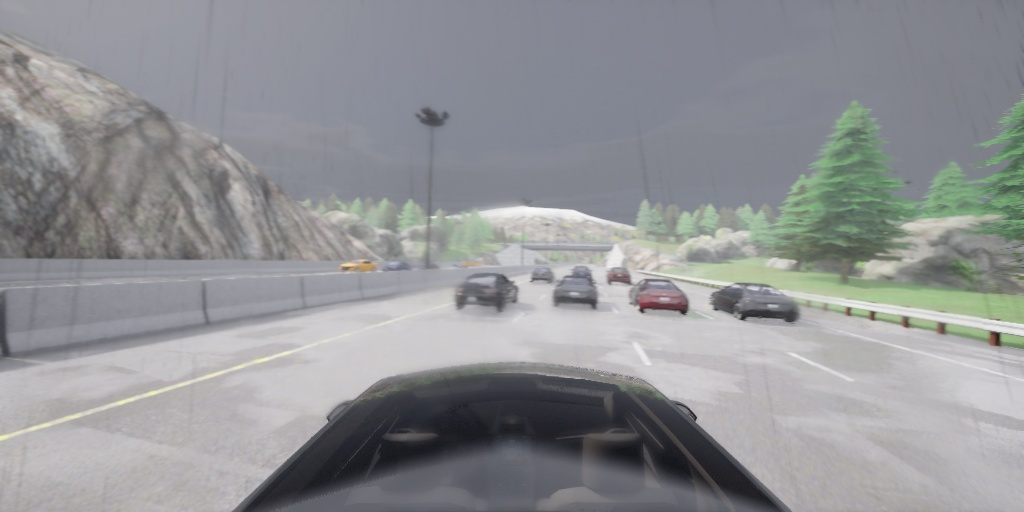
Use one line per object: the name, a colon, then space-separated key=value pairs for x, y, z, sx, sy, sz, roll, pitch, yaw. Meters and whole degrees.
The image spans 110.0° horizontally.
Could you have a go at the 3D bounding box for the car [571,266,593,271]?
car: x=6.950 y=1.745 z=35.936 sx=2.097 sy=1.767 sz=4.553 roll=2 pitch=-1 yaw=12

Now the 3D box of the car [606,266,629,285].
car: x=10.322 y=1.844 z=34.960 sx=2.097 sy=1.767 sz=4.553 roll=2 pitch=-1 yaw=12

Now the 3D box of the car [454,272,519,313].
car: x=-0.935 y=1.405 z=14.921 sx=1.812 sy=1.442 sz=4.674 roll=2 pitch=-1 yaw=12

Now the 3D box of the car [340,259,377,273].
car: x=-17.266 y=1.133 z=40.593 sx=1.882 sy=1.535 sz=5.008 roll=2 pitch=-1 yaw=12

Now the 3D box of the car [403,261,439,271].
car: x=-10.009 y=1.392 z=41.091 sx=2.128 sy=1.511 sz=4.902 roll=2 pitch=-1 yaw=12

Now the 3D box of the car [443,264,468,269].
car: x=-6.324 y=1.627 z=41.610 sx=1.895 sy=1.301 sz=4.718 roll=2 pitch=-1 yaw=12

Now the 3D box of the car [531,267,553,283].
car: x=2.957 y=1.785 z=33.908 sx=2.033 sy=1.411 sz=5.357 roll=2 pitch=-1 yaw=12

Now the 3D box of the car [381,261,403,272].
car: x=-13.392 y=1.325 z=42.010 sx=1.812 sy=1.442 sz=4.674 roll=2 pitch=-1 yaw=12

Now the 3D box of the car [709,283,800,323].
car: x=9.726 y=1.791 z=14.726 sx=1.994 sy=1.385 sz=4.181 roll=2 pitch=-1 yaw=12

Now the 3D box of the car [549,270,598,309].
car: x=3.086 y=1.603 z=17.177 sx=1.994 sy=1.385 sz=4.181 roll=2 pitch=-1 yaw=12

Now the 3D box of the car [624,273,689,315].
car: x=6.439 y=1.700 z=16.107 sx=1.994 sy=1.385 sz=4.181 roll=2 pitch=-1 yaw=12
